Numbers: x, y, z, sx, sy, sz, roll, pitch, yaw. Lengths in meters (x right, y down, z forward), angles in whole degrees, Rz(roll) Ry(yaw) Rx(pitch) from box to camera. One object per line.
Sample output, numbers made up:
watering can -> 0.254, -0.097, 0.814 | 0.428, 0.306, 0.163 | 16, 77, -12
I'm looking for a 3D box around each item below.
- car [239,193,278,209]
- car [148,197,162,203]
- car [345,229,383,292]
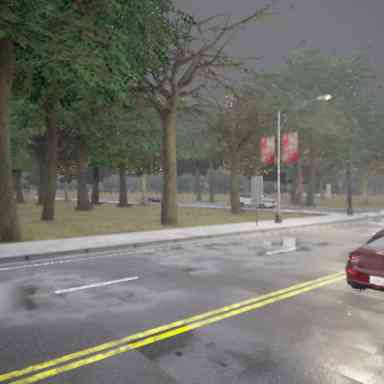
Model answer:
car -> 8.194, 1.132, 42.359 | 2.150, 2.045, 5.566 | 0, 0, -39
car -> -7.104, 1.492, 61.512 | 1.895, 1.301, 4.718 | 0, 0, -38
car -> 5.313, 1.508, 7.756 | 4.674, 1.442, 1.812 | 0, 0, -39
